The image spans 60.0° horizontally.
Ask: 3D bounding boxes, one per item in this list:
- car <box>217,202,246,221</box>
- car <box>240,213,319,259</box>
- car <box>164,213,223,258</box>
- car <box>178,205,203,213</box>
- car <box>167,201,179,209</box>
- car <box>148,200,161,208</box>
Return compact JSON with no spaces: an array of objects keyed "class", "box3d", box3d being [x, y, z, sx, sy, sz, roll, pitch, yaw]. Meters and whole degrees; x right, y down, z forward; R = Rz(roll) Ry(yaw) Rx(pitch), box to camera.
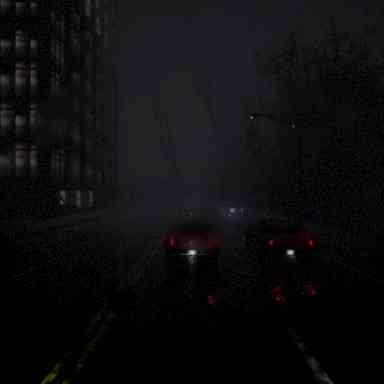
[{"class":"car","box3d":[3.291,1.628,28.411,2.097,1.767,4.553,0,-1,0]},{"class":"car","box3d":[3.278,1.731,13.240,1.895,1.301,4.718,0,-1,0]},{"class":"car","box3d":[0.028,1.731,13.240,1.895,1.301,4.718,0,-1,0]},{"class":"car","box3d":[0.038,1.877,28.243,1.895,1.301,4.718,0,-1,0]},{"class":"car","box3d":[-3.232,2.165,57.765,1.895,1.301,4.718,0,-1,1]},{"class":"car","box3d":[-6.472,2.119,58.519,2.033,1.411,5.357,0,-1,0]}]
